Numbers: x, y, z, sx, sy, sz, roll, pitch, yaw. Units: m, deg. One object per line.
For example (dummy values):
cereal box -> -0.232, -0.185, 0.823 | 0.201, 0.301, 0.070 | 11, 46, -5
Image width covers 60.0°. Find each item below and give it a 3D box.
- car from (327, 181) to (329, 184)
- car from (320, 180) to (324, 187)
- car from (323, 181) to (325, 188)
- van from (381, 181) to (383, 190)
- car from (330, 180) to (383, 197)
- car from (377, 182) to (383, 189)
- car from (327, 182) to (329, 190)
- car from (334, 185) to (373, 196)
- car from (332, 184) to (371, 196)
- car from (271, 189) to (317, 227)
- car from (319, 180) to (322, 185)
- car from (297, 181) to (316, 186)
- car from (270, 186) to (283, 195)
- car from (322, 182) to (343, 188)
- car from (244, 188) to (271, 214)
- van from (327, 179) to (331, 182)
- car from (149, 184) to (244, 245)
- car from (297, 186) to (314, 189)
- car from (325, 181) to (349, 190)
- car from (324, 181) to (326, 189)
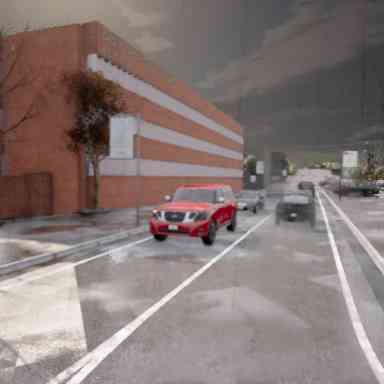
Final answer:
car -> 27.405, -0.737, 60.430 | 4.792, 1.488, 2.163 | 1, 3, 19
car -> 30.963, -1.190, 71.150 | 5.366, 1.575, 1.946 | 1, 3, 19
car -> 30.387, -1.077, 68.361 | 5.366, 1.575, 1.946 | 1, 3, 19
van -> 46.851, -1.526, 77.657 | 4.442, 1.987, 1.878 | 2, 3, 19
car -> 21.851, -0.404, 44.412 | 5.566, 2.045, 2.435 | 1, 2, 19
car -> 47.677, -1.538, 80.492 | 4.553, 1.767, 2.185 | 1, 3, 19
car -> 26.509, -0.622, 57.752 | 4.674, 1.452, 2.002 | 1, 3, 19
car -> 22.799, -0.212, 47.082 | 4.674, 1.452, 2.002 | 1, 3, 19
car -> 23.723, -0.353, 49.751 | 5.008, 1.535, 2.097 | 1, 3, 19
car -> 5.607, 0.845, 17.830 | 1.882, 1.535, 5.008 | 1, 2, 20
car -> 33.947, -1.745, 79.072 | 5.566, 2.045, 2.435 | 1, 3, 19
car -> 15.687, -0.457, 45.744 | 2.150, 2.045, 5.566 | 2, 3, 20
car -> 10.157, 0.041, 40.315 | 2.033, 1.411, 5.357 | 1, 3, 20
car -> 36.691, -1.807, 87.096 | 5.008, 1.535, 2.097 | 1, 3, 19
car -> 3.879, 0.624, 23.134 | 2.128, 1.511, 4.902 | 1, 2, 20
van -> 28.472, -1.093, 63.039 | 4.442, 1.987, 1.878 | 1, 3, 19
car -> 0.334, 0.709, 13.456 | 2.150, 2.045, 5.566 | 1, 2, 20
car -> 10.583, 0.410, 31.497 | 2.033, 1.411, 5.357 | 1, 2, 20
car -> 32.095, -1.411, 73.741 | 4.553, 1.767, 2.185 | 1, 3, 19
car -> 29.283, -0.934, 65.757 | 4.674, 1.452, 2.002 | 1, 3, 19
